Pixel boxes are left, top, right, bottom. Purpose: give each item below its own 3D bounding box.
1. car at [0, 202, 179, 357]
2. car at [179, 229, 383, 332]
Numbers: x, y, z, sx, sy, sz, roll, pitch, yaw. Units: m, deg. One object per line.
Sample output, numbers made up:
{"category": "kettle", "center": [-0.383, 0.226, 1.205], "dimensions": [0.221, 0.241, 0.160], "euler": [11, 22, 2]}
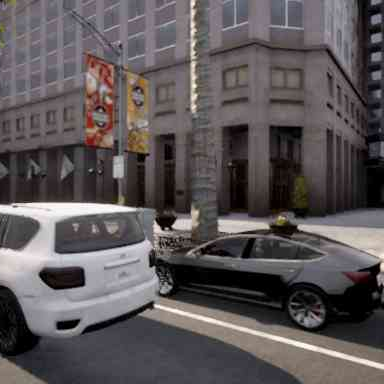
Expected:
{"category": "car", "center": [-3.151, 1.205, 6.236], "dimensions": [5.566, 2.045, 2.150], "euler": [1, 0, 35]}
{"category": "car", "center": [1.218, 1.504, 6.917], "dimensions": [4.786, 1.482, 2.161], "euler": [0, 0, 35]}
